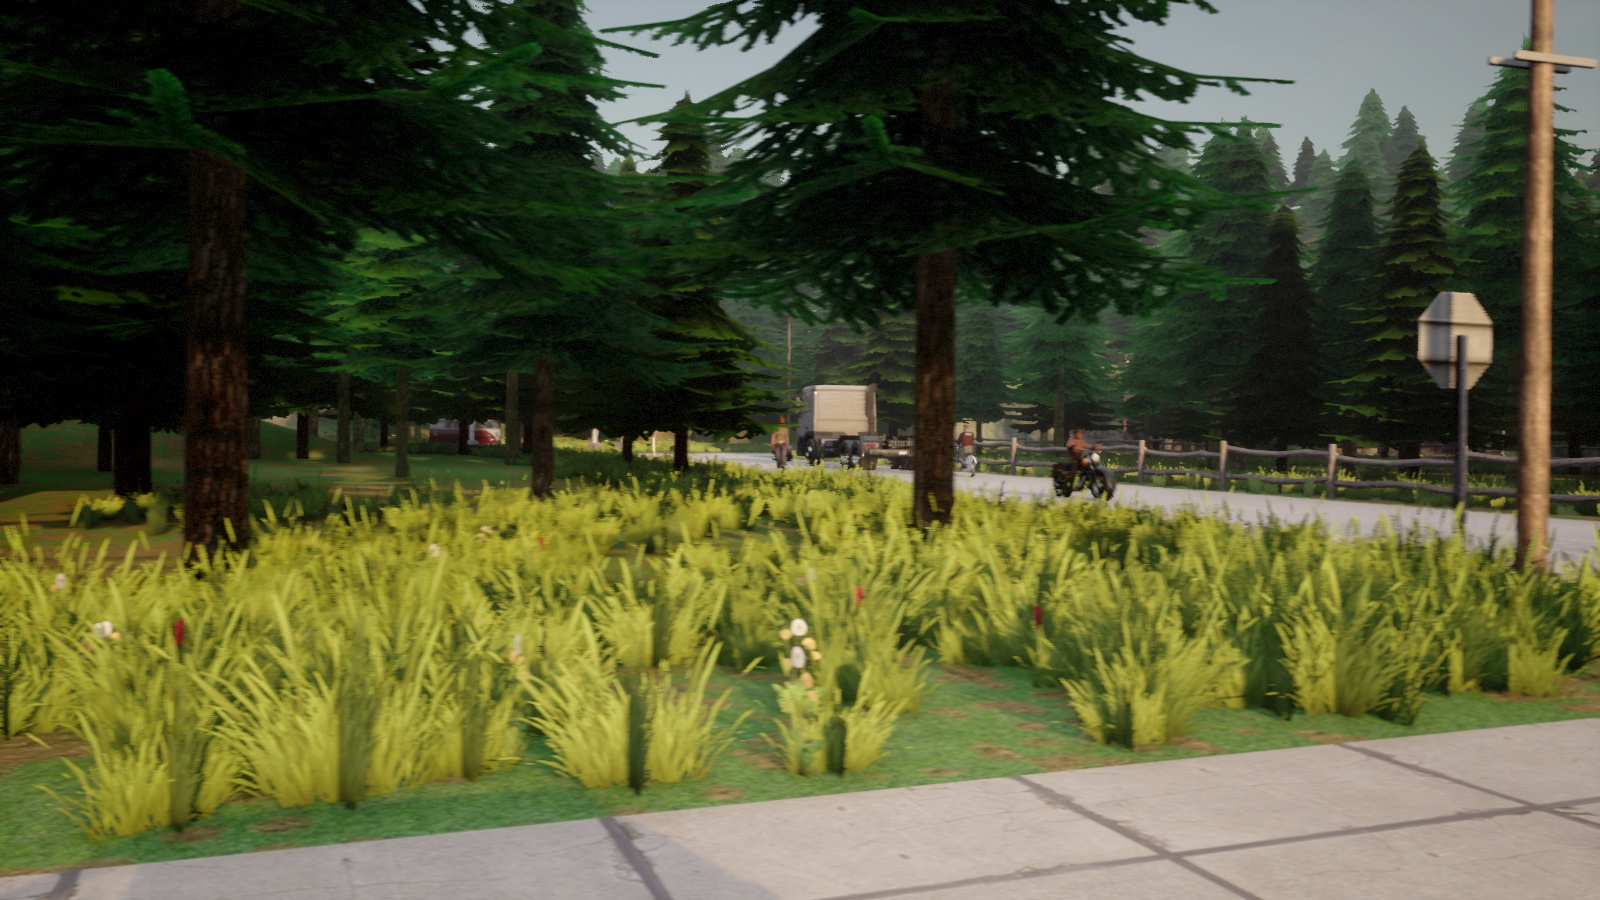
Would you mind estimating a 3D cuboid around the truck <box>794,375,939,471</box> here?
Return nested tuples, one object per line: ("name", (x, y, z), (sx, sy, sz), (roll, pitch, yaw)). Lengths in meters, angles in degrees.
("truck", (2.447, -1.046, 49.671), (2.891, 3.462, 7.936), (-1, 1, -20))

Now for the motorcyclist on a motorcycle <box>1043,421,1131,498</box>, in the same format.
("motorcyclist on a motorcycle", (6.414, 0.187, 28.234), (0.766, 1.649, 2.350), (-1, 1, -20))

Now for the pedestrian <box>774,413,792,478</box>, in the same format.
("pedestrian", (-0.482, -0.134, 35.143), (0.328, 1.805, 0.869), (-1, 1, -11))

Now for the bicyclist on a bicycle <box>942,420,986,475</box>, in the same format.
("bicyclist on a bicycle", (5.406, -0.091, 41.399), (0.659, 1.776, 1.843), (-1, 1, -20))

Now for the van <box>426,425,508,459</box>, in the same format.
("van", (-19.650, -0.471, 74.124), (4.442, 1.987, 1.775), (0, 1, 21))
